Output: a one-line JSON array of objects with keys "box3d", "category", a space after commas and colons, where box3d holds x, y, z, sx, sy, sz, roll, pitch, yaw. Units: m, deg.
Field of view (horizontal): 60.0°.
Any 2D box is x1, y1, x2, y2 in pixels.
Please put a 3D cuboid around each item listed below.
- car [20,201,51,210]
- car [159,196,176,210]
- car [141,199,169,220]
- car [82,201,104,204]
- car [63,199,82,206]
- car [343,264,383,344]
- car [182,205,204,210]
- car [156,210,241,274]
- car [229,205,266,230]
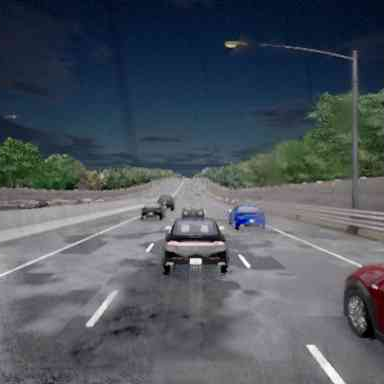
[{"box3d": [-21.083, 1.857, 45.087, 2.033, 1.411, 5.357, 0, -1, 0], "category": "car"}, {"box3d": [-3.461, 1.534, 45.554, 2.150, 2.045, 5.566, 0, -1, 0], "category": "car"}, {"box3d": [-3.433, 1.659, 30.262, 1.882, 1.535, 5.008, 0, 0, 0], "category": "car"}, {"box3d": [-14.087, 1.948, 48.960, 1.895, 1.301, 4.718, 0, -1, 0], "category": "car"}, {"box3d": [-17.579, 1.858, 49.453, 1.837, 1.490, 4.892, 0, -1, 0], "category": "car"}, {"box3d": [3.599, 1.369, 3.787, 2.097, 1.767, 4.553, 0, 0, 0], "category": "car"}, {"box3d": [0.091, 1.775, 29.248, 1.895, 1.301, 4.718, 0, 0, 0], "category": "car"}, {"box3d": [0.097, 1.546, 10.785, 2.128, 1.511, 4.902, 0, 0, 0], "category": "car"}, {"box3d": [3.593, 1.604, 22.324, 1.882, 1.535, 5.008, 0, 0, 0], "category": "car"}]
